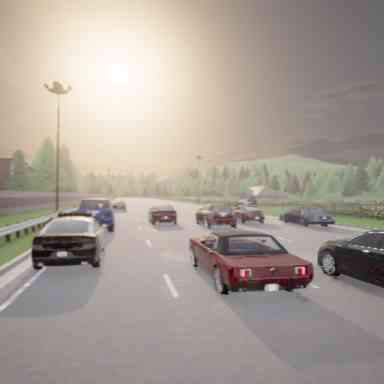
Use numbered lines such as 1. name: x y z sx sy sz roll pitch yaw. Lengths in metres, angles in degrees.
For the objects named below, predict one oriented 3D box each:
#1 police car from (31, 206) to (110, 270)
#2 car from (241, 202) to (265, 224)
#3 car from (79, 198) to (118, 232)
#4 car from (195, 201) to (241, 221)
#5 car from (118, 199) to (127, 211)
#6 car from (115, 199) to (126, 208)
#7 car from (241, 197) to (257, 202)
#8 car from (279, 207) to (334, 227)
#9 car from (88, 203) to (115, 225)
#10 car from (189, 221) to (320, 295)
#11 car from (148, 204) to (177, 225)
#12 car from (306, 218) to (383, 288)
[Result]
1. police car: -4.069 1.518 11.633 1.930 1.638 5.238 0 -1 -12
2. car: 4.511 1.835 27.754 1.812 1.442 4.674 0 -1 -12
3. car: -6.064 1.401 21.351 2.150 2.045 5.566 0 -1 -12
4. car: 1.645 1.608 24.323 2.097 1.767 4.553 0 -1 -12
5. car: -10.184 1.896 46.618 2.128 1.511 4.902 0 -1 -12
6. car: -13.205 2.038 61.319 1.837 1.490 4.892 0 -1 -12
7. car: 10.155 1.898 61.514 3.866 1.878 1.905 0 -1 -12
8. car: 8.586 1.858 25.311 2.033 1.411 5.357 0 -1 -12
9. car: -7.268 1.733 27.196 1.837 1.490 4.892 0 -1 -12
10. car: 1.207 1.701 9.050 1.895 1.301 4.718 0 -1 -12
11. car: -2.406 1.731 26.639 1.882 1.535 5.008 0 -1 -12
12. car: 4.993 1.619 8.021 1.837 1.490 4.892 0 -1 -12
